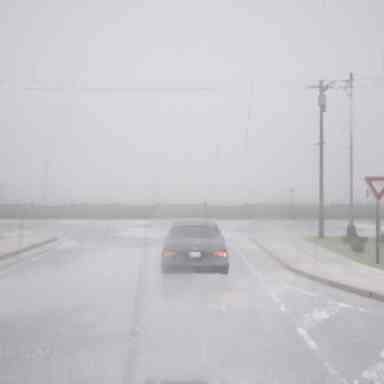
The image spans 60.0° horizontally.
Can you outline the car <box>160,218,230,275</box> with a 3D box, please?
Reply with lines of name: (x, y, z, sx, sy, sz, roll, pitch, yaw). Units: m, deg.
car: (0.094, 1.533, 10.393, 2.033, 1.411, 5.357, 0, 0, 0)
